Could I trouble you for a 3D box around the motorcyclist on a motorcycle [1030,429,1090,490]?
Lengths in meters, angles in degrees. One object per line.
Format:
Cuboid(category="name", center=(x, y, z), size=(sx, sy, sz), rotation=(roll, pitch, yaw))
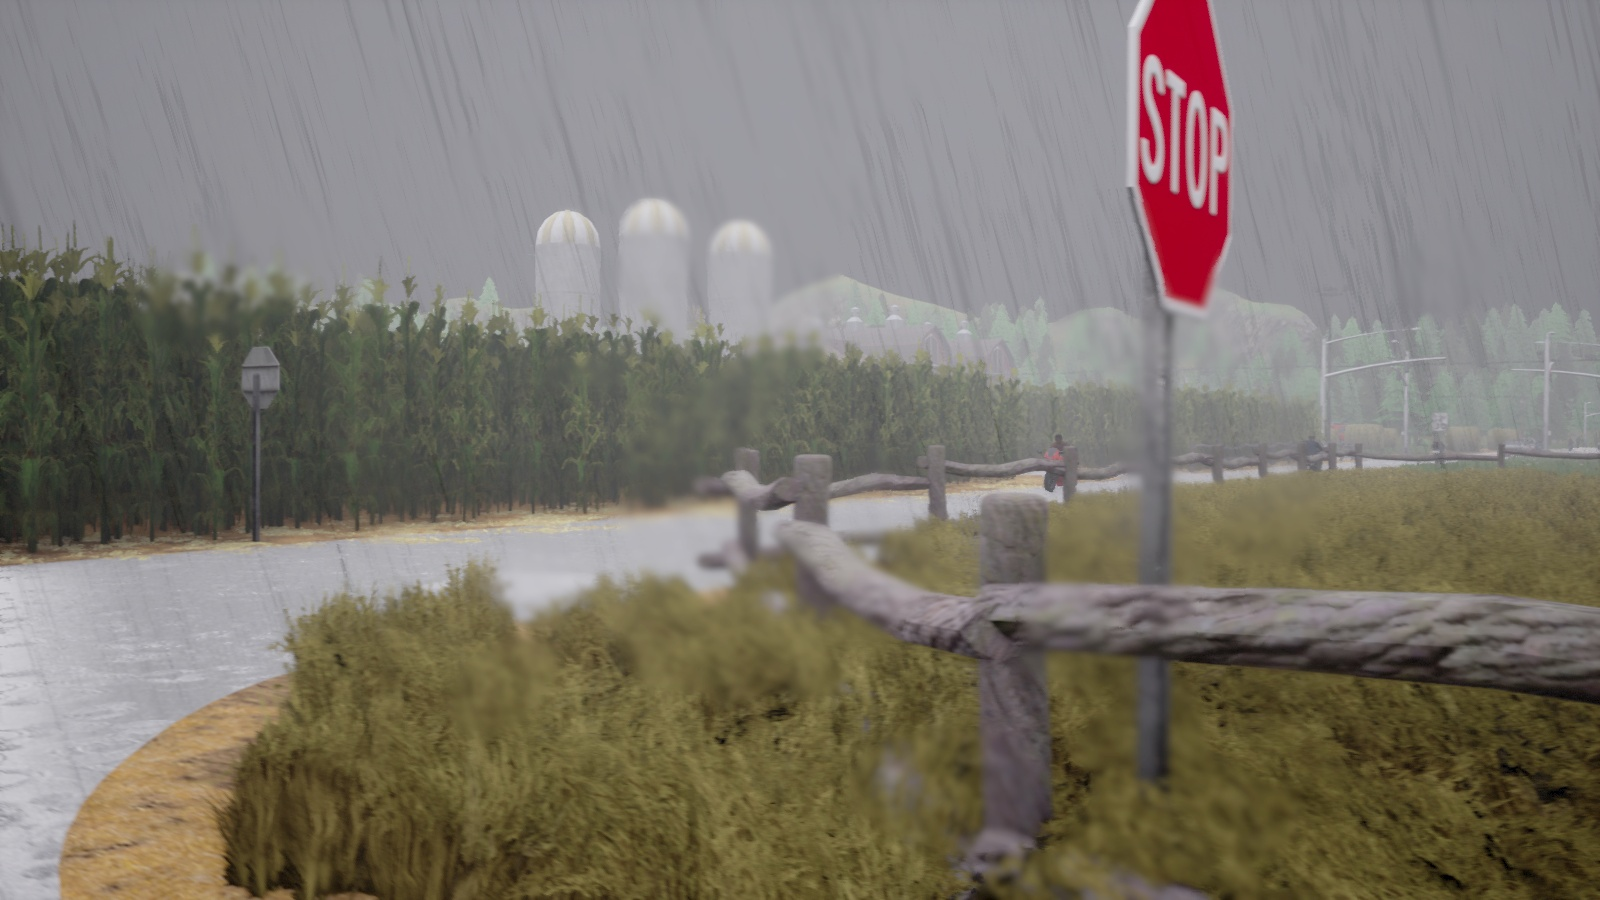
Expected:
Cuboid(category="motorcyclist on a motorcycle", center=(6.777, 0.225, 32.661), size=(0.797, 1.523, 2.044), rotation=(0, 1, 33))
